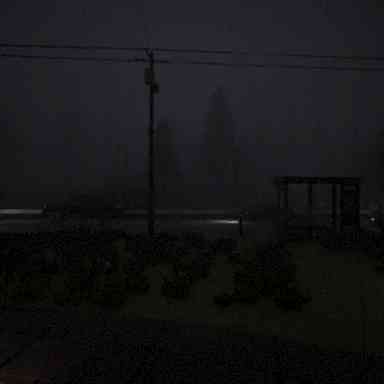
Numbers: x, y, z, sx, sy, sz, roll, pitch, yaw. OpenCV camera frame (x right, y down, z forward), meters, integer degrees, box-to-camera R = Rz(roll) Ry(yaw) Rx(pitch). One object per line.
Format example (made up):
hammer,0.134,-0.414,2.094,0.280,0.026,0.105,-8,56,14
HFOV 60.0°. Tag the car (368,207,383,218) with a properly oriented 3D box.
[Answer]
car,13.970,1.542,21.643,4.674,1.442,1.812,0,0,-4

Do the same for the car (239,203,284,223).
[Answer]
car,5.586,1.522,24.688,4.181,1.385,1.994,0,0,-4

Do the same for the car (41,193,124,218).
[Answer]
car,-7.686,1.108,23.735,5.566,2.045,2.150,0,0,-4
